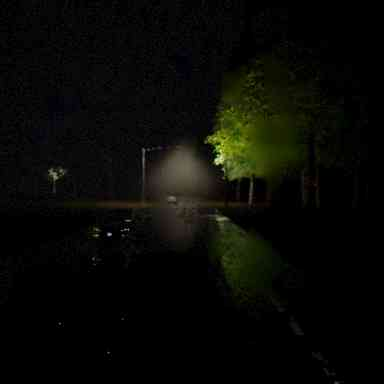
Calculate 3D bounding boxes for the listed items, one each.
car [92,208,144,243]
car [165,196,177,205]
[{"bbox_3d":[-3.602,1.618,16.954,1.837,1.490,4.892,0,0,0],"label":"car"},{"bbox_3d":[-3.544,1.471,57.558,2.033,1.411,5.357,0,1,1],"label":"car"}]
